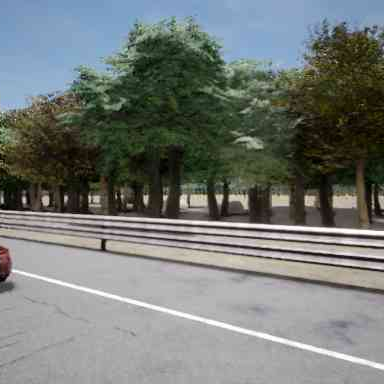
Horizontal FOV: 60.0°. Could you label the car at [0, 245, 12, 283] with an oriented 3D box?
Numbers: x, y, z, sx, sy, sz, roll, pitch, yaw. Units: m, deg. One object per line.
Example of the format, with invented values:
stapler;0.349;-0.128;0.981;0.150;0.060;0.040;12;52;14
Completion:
car;-6.416;1.588;8.553;4.674;1.442;1.812;0;0;36
